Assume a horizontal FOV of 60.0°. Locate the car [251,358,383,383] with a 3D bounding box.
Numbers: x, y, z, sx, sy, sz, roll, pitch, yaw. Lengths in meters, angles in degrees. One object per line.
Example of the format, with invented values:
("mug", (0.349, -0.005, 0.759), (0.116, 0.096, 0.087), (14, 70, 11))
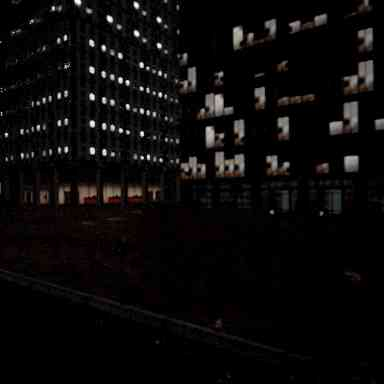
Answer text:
("car", (2.144, 1.555, 1.357), (4.403, 1.369, 2.008), (0, -1, 36))
